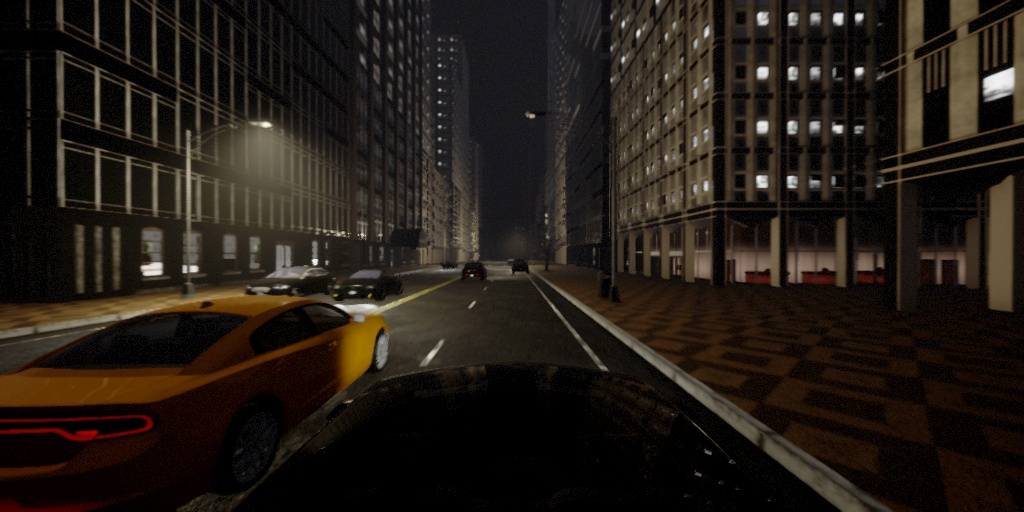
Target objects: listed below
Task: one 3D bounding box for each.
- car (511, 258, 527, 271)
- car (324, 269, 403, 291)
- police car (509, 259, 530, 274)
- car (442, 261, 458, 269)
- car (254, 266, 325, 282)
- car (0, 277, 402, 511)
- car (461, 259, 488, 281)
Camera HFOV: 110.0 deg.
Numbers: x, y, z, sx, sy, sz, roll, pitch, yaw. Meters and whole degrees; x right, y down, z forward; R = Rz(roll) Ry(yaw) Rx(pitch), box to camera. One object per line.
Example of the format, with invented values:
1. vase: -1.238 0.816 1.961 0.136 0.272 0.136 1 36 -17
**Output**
1. car: 0.959 1.156 50.759 2.097 1.767 4.553 0 0 0
2. car: -6.599 1.318 16.810 1.994 1.385 4.181 0 0 0
3. police car: 0.962 1.207 40.897 1.930 1.638 5.238 0 0 0
4. car: -9.799 1.420 56.827 1.895 1.301 4.718 0 0 1
5. car: -9.850 1.244 16.443 2.128 1.511 4.902 0 0 0
6. car: -3.149 1.228 4.534 1.882 1.535 5.008 0 0 0
7. car: -3.159 1.270 30.619 1.837 1.490 4.892 0 0 0
